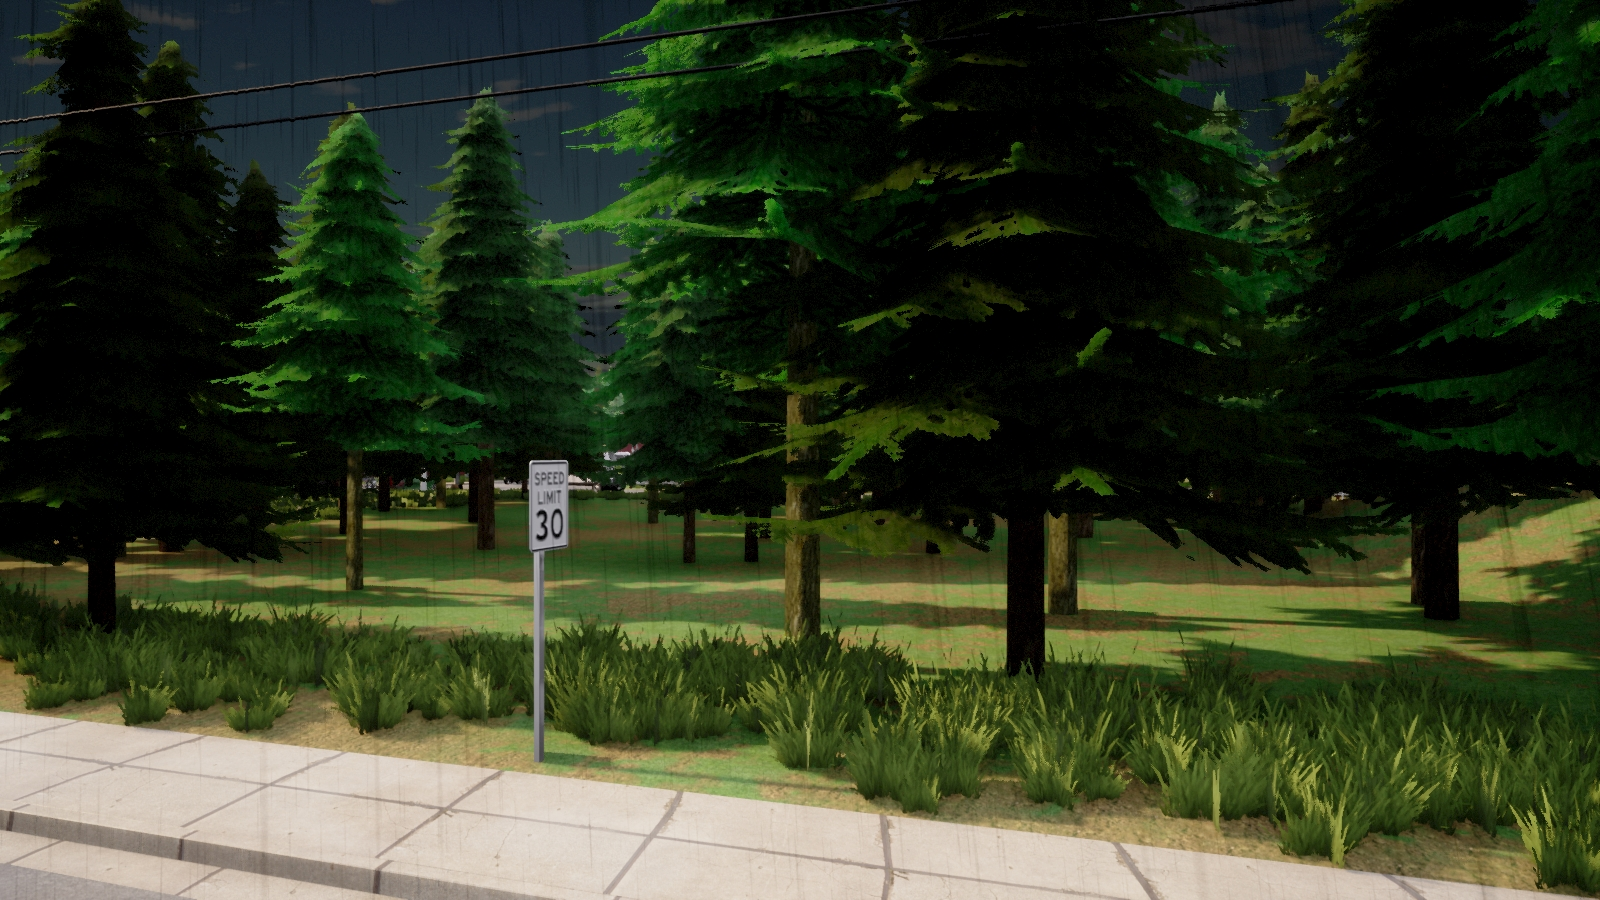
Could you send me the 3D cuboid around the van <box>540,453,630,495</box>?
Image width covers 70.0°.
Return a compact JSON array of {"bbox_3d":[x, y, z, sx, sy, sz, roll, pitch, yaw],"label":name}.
[{"bbox_3d":[-13.883,1.508,73.669,5.915,2.561,1.988,0,0,33],"label":"van"}]
